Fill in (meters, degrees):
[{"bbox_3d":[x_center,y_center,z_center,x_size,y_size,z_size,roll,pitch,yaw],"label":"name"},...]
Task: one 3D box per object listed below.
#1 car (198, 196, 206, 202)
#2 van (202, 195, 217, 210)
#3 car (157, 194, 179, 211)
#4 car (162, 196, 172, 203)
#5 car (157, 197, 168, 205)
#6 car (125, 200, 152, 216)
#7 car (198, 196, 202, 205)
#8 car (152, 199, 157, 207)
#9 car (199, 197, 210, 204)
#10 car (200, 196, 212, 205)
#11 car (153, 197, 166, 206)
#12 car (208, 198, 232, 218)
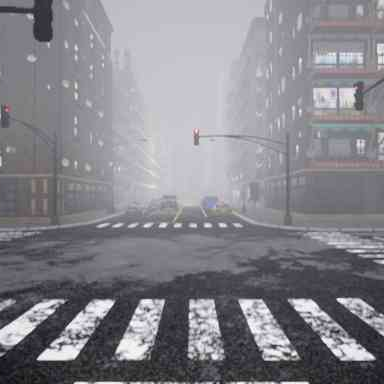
[{"bbox_3d":[2.477,1.656,83.802,1.887,1.381,4.507,1,0,0],"label":"car"},{"bbox_3d":[2.558,1.382,44.212,1.690,1.788,3.998,1,0,0],"label":"van"},{"bbox_3d":[-2.798,1.273,42.004,2.150,2.045,5.566,0,1,0],"label":"car"},{"bbox_3d":[-5.390,1.638,72.429,2.008,1.369,4.403,1,0,0],"label":"car"},{"bbox_3d":[-5.377,1.649,61.113,1.802,1.307,4.206,1,0,0],"label":"car"},{"bbox_3d":[-5.474,1.576,32.824,2.008,1.369,4.403,1,0,0],"label":"car"},{"bbox_3d":[2.519,1.364,49.865,2.192,1.841,5.009,1,0,0],"label":"car"},{"bbox_3d":[-5.364,1.631,49.798,1.802,1.307,4.206,1,0,0],"label":"car"},{"bbox_3d":[2.497,1.627,66.834,2.008,1.369,4.403,1,0,0],"label":"car"},{"bbox_3d":[2.505,1.507,61.178,1.967,1.590,4.097,1,0,0],"label":"car"},{"bbox_3d":[-5.370,1.583,55.286,1.752,1.417,4.829,1,0,0],"label":"car"},{"bbox_3d":[2.669,1.548,30.378,1.752,1.417,4.829,1,0,0],"label":"car"}]
